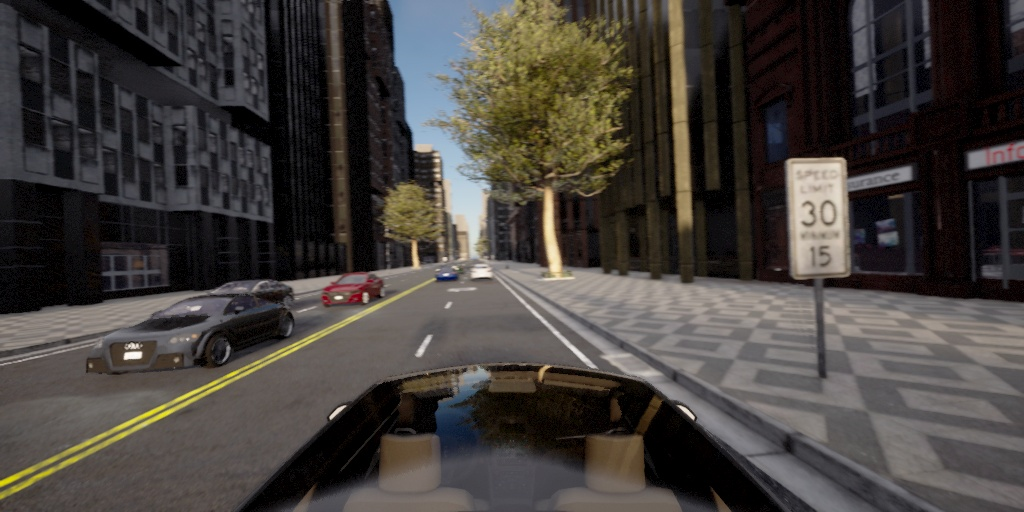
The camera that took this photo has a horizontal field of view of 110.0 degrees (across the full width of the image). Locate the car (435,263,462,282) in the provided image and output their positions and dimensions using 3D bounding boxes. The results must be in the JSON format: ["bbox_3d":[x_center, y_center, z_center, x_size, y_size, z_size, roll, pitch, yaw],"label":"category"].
[{"bbox_3d":[-6.084,1.662,33.849,1.994,1.385,4.181,-2,0,-6],"label":"car"}]

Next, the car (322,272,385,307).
[{"bbox_3d":[-8.059,1.621,18.625,1.882,1.535,5.008,-2,0,-6],"label":"car"}]

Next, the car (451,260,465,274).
[{"bbox_3d":[-7.513,1.553,48.426,2.097,1.767,4.553,-2,0,-6],"label":"car"}]

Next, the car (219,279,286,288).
[{"bbox_3d":[-10.847,1.751,14.670,2.128,1.511,4.902,-2,0,-6],"label":"car"}]

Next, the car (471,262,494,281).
[{"bbox_3d":[-2.770,1.475,32.805,1.812,1.442,4.674,-2,0,-5],"label":"car"}]

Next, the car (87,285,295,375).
[{"bbox_3d":[-7.075,1.639,8.502,1.994,1.385,4.181,-2,0,-5],"label":"car"}]
